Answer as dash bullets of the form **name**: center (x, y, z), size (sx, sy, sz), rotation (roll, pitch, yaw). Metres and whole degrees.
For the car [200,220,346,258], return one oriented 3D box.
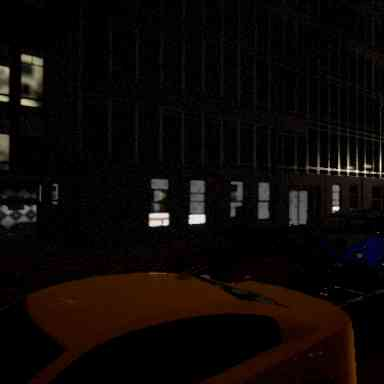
- **car**: center (1.068, 1.485, 6.859), size (4.097, 1.590, 1.967), rotation (1, 0, -35)

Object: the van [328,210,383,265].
- **van**: center (5.595, 1.437, 10.087), size (3.998, 1.788, 1.690), rotation (1, 0, -35)

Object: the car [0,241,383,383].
- **car**: center (-0.748, 1.485, 2.535), size (5.008, 1.535, 1.882), rotation (1, 0, -35)
